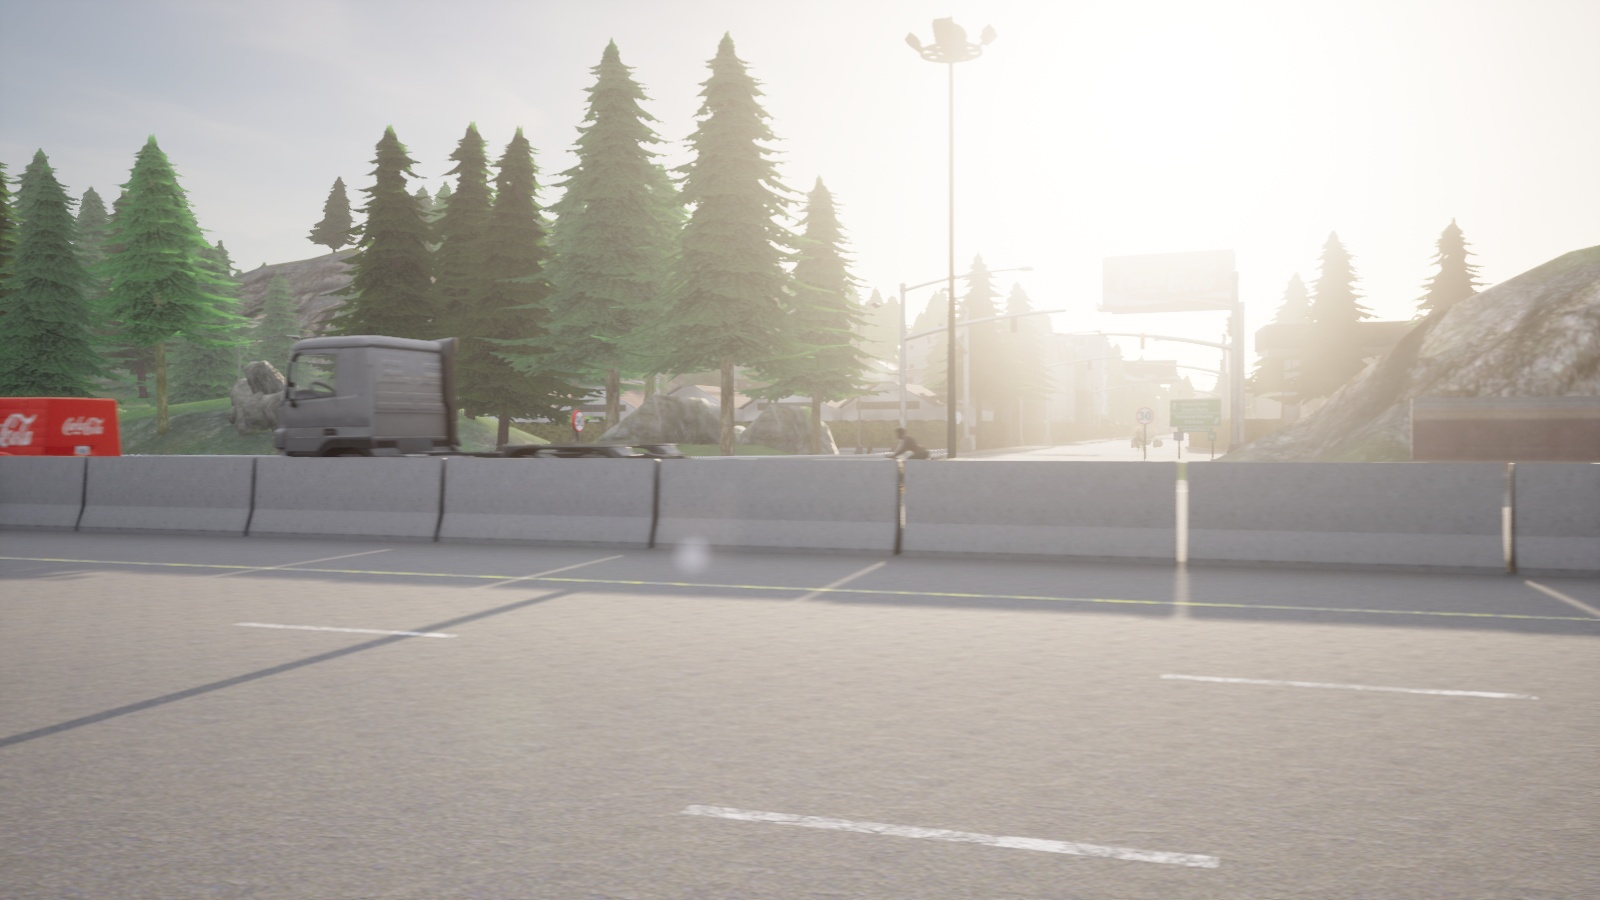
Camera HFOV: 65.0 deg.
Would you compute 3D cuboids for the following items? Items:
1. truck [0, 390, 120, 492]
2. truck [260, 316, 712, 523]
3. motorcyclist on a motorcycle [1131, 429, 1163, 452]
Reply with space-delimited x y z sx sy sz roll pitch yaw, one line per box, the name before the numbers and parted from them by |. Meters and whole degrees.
truck | -20.592 -0.256 32.271 5.204 2.467 2.627 0 1 19
truck | -5.893 -0.556 23.625 7.936 3.462 2.891 1 1 19
motorcyclist on a motorcycle | 26.277 -0.716 95.098 2.350 1.649 0.766 1 2 18
